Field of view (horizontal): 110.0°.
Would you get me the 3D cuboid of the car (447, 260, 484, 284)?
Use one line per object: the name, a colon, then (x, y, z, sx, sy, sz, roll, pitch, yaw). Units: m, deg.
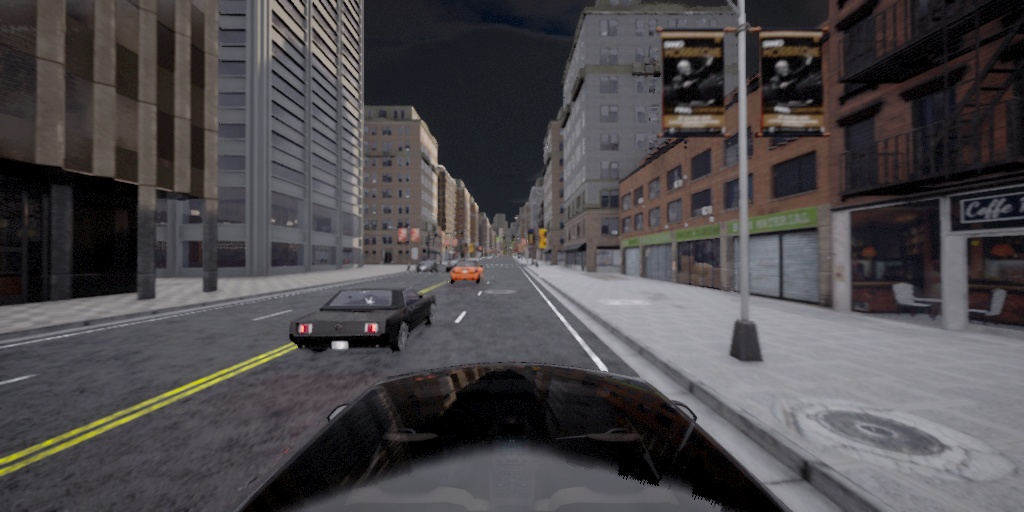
car: (-3.280, 1.079, 27.053, 2.097, 1.767, 4.553, 0, 0, 0)

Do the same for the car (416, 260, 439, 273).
car: (-9.974, 1.219, 42.564, 2.128, 1.511, 4.902, 0, 0, 0)

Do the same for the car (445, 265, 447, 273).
car: (-6.720, 1.195, 43.105, 1.882, 1.535, 5.008, 0, 0, 0)

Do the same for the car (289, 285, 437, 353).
car: (-3.176, 1.356, 8.829, 1.895, 1.301, 4.718, 0, 0, 0)
